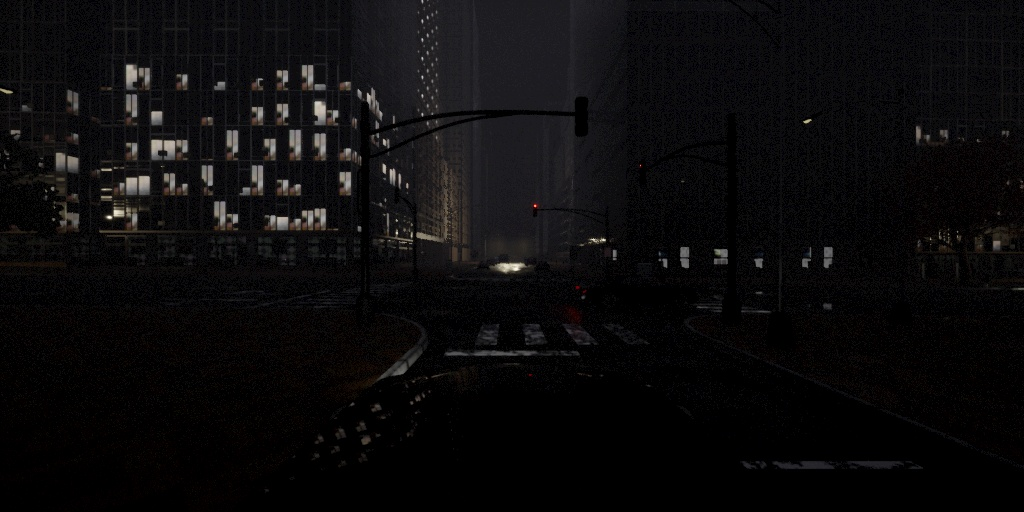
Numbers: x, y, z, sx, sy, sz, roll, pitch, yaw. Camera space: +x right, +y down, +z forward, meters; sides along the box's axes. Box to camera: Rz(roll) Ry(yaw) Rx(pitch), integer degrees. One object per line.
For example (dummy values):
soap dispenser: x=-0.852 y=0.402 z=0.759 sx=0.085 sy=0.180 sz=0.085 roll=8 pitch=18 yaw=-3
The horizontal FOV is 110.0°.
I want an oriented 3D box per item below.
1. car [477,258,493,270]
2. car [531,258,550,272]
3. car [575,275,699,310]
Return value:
car: x=-4.081 y=1.342 z=52.040 sx=1.802 sy=1.307 sz=4.207 roll=0 pitch=0 yaw=0
car: x=3.878 y=1.329 z=46.557 sx=1.948 sy=1.339 sz=4.313 roll=0 pitch=0 yaw=0
car: x=5.171 y=1.466 z=15.050 sx=4.718 sy=1.301 sz=1.895 roll=1 pitch=0 yaw=-3
